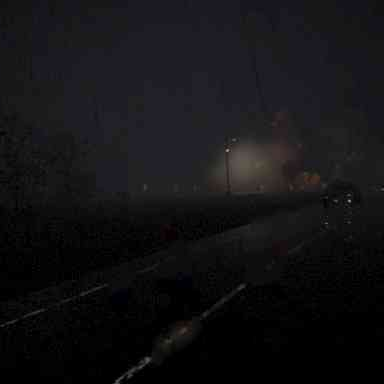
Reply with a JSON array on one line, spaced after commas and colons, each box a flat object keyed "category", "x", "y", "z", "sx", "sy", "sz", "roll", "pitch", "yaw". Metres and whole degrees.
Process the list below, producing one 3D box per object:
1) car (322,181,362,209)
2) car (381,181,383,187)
[{"category": "car", "x": 12.254, "y": 0.166, "z": 27.046, "sx": 2.150, "sy": 2.045, "sz": 5.566, "roll": -5, "pitch": 0, "yaw": 35}, {"category": "car", "x": 36.509, "y": -1.582, "z": 61.917, "sx": 1.994, "sy": 1.385, "sz": 4.181, "roll": -5, "pitch": 0, "yaw": 35}]
